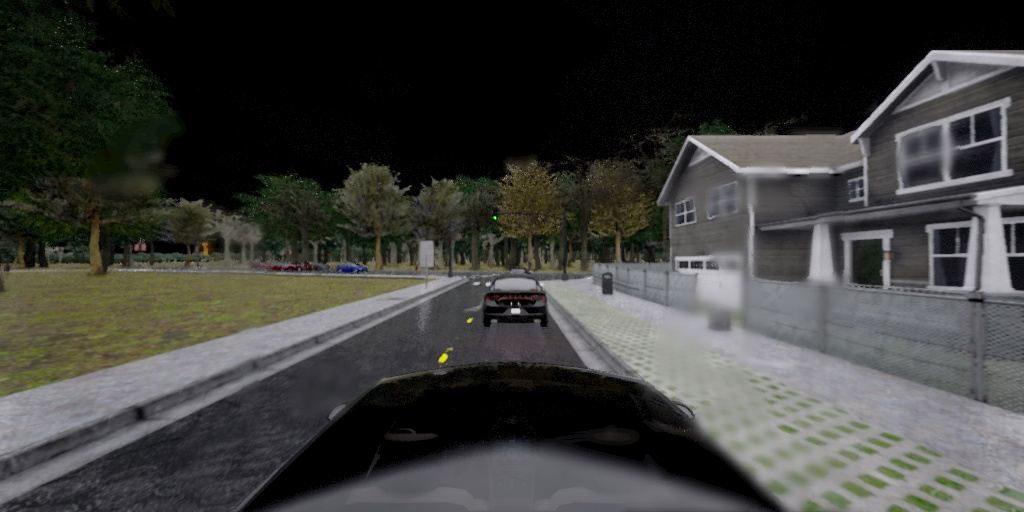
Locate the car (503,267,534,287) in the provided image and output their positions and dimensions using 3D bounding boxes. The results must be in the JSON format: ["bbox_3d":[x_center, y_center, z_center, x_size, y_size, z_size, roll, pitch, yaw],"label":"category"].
[{"bbox_3d":[0.569,1.577,27.839,1.994,1.385,4.181,0,-1,6],"label":"car"}]

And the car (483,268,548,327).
[{"bbox_3d":[0.104,1.331,12.057,1.882,1.535,5.008,0,0,0],"label":"car"}]

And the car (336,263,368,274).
[{"bbox_3d":[-23.001,1.749,51.701,5.008,1.535,1.882,0,-1,24],"label":"car"}]
